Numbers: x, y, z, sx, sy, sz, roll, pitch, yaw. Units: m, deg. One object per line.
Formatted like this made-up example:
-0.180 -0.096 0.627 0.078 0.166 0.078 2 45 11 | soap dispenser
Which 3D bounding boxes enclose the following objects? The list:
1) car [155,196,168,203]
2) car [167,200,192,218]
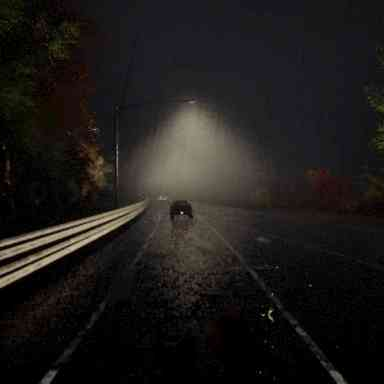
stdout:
-5.768 1.432 66.135 1.812 1.442 4.674 0 0 -11 | car
-1.054 1.505 30.126 1.837 1.490 4.892 0 -1 -5 | car
